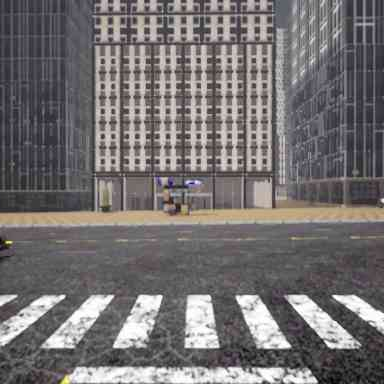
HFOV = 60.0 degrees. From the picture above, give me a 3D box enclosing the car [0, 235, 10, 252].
[{"bbox_3d":[-9.392,1.767,11.537,5.357,1.411,2.033,-3,1,1],"label":"car"}]
